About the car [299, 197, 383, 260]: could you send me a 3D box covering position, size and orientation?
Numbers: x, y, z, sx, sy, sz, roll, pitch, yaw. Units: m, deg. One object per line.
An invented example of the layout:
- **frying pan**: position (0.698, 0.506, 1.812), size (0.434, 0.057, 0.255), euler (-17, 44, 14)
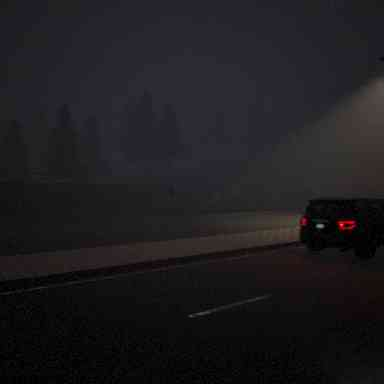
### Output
- **car**: position (6.448, 1.222, 12.645), size (5.566, 2.045, 2.150), euler (0, 0, -36)
